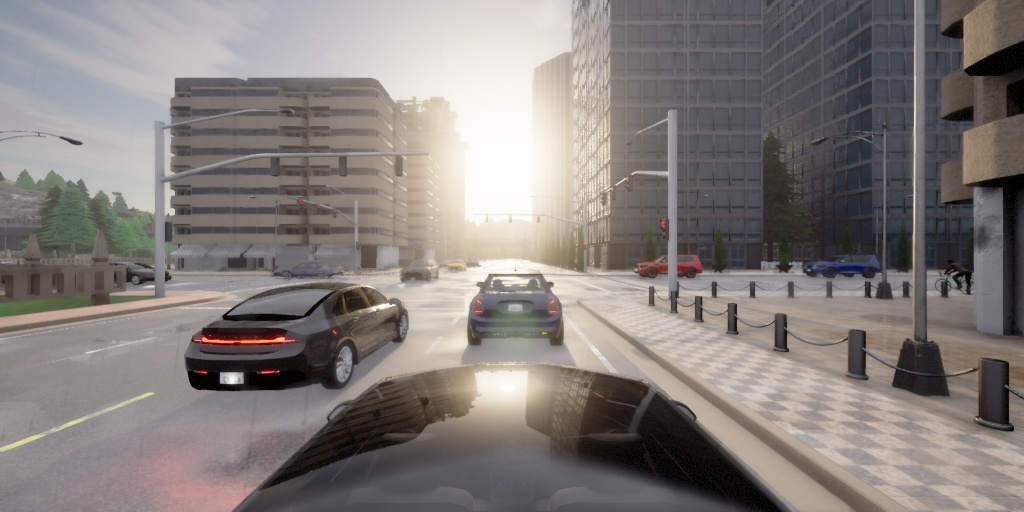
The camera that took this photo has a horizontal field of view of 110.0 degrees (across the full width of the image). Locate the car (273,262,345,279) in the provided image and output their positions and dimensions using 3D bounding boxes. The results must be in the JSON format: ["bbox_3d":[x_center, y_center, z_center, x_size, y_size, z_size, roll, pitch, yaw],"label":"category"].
[{"bbox_3d":[-17.553,1.240,31.182,5.357,1.411,2.033,0,0,-5],"label":"car"}]

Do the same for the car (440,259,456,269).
[{"bbox_3d":[-10.515,1.276,59.112,1.812,1.442,4.674,0,0,0],"label":"car"}]

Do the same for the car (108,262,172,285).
[{"bbox_3d":[-26.505,1.199,24.902,4.892,1.490,1.837,0,0,4],"label":"car"}]

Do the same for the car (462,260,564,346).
[{"bbox_3d":[0.090,1.102,9.603,2.097,1.767,4.553,0,0,0],"label":"car"}]

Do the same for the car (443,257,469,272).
[{"bbox_3d":[-7.048,1.228,45.873,1.882,1.535,5.008,0,0,0],"label":"car"}]

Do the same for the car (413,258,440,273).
[{"bbox_3d":[-10.585,1.102,44.725,2.097,1.767,4.553,0,0,1],"label":"car"}]

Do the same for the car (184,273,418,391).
[{"bbox_3d":[-3.427,1.255,6.831,1.837,1.490,4.892,0,0,0],"label":"car"}]

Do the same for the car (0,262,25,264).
[{"bbox_3d":[-36.408,1.199,26.247,4.892,1.490,1.837,0,0,15],"label":"car"}]

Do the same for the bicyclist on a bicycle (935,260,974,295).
[{"bbox_3d":[21.018,0.996,17.004,0.582,1.620,1.656,0,0,0],"label":"bicyclist on a bicycle"}]

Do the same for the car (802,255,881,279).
[{"bbox_3d":[28.822,0.918,31.434,5.566,2.045,2.150,0,0,0],"label":"car"}]

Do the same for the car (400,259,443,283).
[{"bbox_3d":[-7.072,1.071,27.807,2.097,1.767,4.553,0,0,0],"label":"car"}]

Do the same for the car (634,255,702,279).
[{"bbox_3d":[13.707,0.917,31.536,5.566,2.045,2.150,0,0,0],"label":"car"}]
